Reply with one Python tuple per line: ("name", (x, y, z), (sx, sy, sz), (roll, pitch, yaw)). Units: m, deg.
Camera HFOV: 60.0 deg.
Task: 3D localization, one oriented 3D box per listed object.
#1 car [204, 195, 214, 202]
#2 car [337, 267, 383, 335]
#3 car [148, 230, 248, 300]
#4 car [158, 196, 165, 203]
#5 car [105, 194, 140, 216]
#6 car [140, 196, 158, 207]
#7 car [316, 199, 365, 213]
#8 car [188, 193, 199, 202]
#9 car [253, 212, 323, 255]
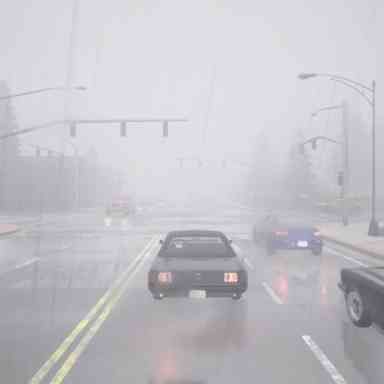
("car", (3.810, 1.355, 75.038), (2.097, 1.767, 4.553), (0, 0, 0))
("car", (3.612, 1.601, 4.050), (1.895, 1.301, 4.718), (0, 0, 0))
("car", (0.097, 1.601, 8.361), (1.895, 1.301, 4.718), (0, 0, 0))
("car", (-6.722, 1.586, 69.039), (1.994, 1.385, 4.181), (0, 0, 0))
("car", (-6.967, 1.224, 32.920), (2.150, 2.045, 5.566), (0, 0, 0))
("car", (-6.887, 1.352, 50.816), (2.097, 1.767, 4.553), (0, 0, 0))
("car", (16.069, 1.478, 36.137), (5.008, 1.535, 1.882), (0, 0, 0))
("car", (0.306, 1.225, 74.932), (2.150, 2.045, 5.566), (0, 0, 0))
("car", (3.633, 1.526, 13.153), (1.812, 1.442, 4.674), (0, 0, 0))
